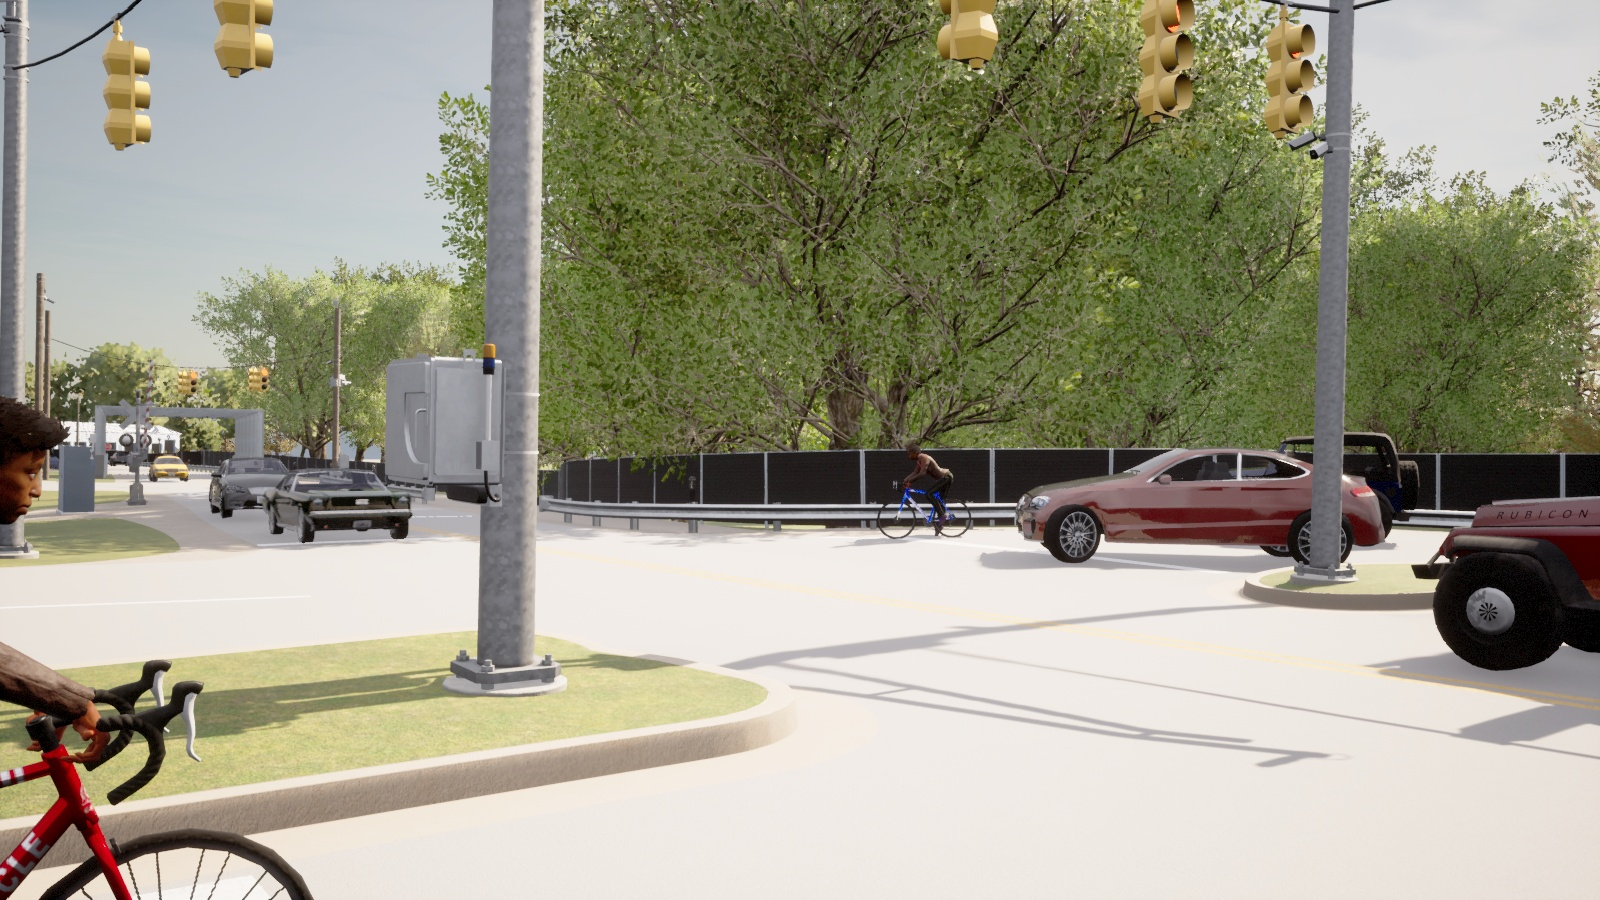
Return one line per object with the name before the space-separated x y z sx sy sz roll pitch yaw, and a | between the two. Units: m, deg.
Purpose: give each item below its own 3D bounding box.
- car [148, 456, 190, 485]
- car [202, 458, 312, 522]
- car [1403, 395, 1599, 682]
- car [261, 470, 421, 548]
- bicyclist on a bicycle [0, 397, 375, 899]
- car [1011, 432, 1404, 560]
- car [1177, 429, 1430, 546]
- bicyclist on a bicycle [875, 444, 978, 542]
car | -36.116 1.146 71.843 1.801 1.575 5.366 0 0 -30
car | -14.216 0.970 32.715 2.128 1.511 4.902 0 0 -30
car | 6.358 0.580 8.264 1.905 1.878 3.866 1 -1 -35
car | -8.796 1.038 23.787 1.895 1.301 4.718 0 0 -32
bicyclist on a bicycle | -1.752 0.713 2.437 1.656 1.620 0.582 0 0 -36
car | 5.658 0.594 18.098 5.027 1.651 2.152 1 1 6
car | 8.581 0.580 21.696 3.866 1.878 1.905 1 1 19
bicyclist on a bicycle | 2.176 0.723 21.665 1.656 1.620 0.582 -1 1 -3
